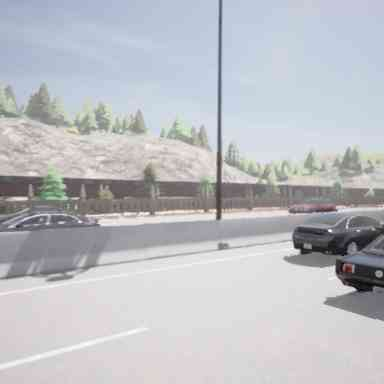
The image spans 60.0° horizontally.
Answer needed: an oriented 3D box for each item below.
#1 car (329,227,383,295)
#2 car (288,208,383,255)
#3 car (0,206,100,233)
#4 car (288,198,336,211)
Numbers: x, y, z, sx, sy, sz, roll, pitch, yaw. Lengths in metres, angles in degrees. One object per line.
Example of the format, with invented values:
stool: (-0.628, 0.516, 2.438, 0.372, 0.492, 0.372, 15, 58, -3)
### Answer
car: (5.403, 1.595, 7.602, 4.718, 1.301, 1.895, 0, 0, -36)
car: (5.693, 1.497, 12.110, 4.892, 1.490, 1.837, 0, 0, -36)
car: (-5.908, 1.490, 12.673, 4.902, 1.511, 2.128, 0, 0, -35)
car: (10.262, 1.336, 28.334, 4.553, 1.767, 2.097, 0, 0, -34)
